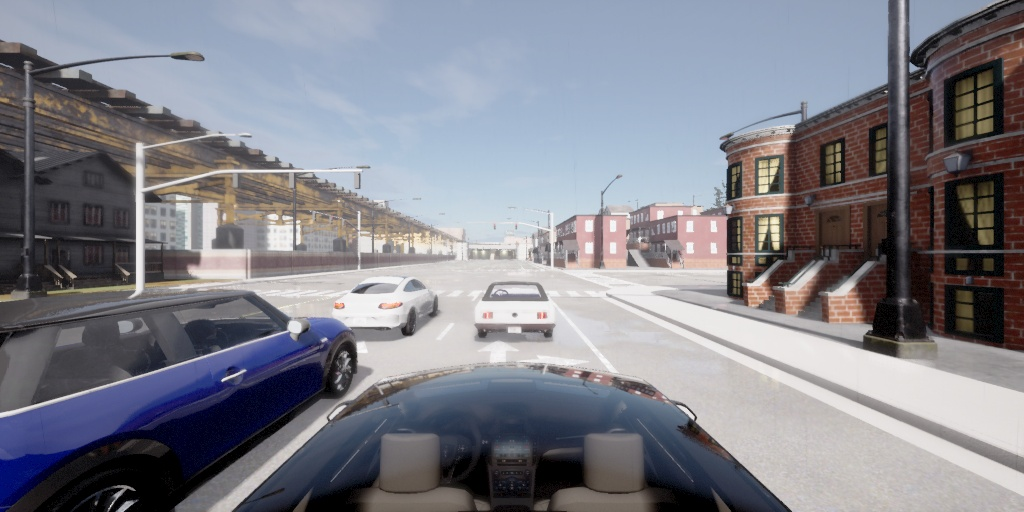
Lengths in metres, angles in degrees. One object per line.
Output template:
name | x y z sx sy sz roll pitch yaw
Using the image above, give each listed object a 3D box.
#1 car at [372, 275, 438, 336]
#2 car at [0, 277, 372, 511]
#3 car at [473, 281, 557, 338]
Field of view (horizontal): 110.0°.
car | -3.398 1.276 10.292 1.812 1.442 4.674 0 0 0
car | -3.399 1.102 3.648 2.097 1.767 4.553 0 0 0
car | 0.105 1.351 10.184 1.895 1.301 4.718 0 0 1
